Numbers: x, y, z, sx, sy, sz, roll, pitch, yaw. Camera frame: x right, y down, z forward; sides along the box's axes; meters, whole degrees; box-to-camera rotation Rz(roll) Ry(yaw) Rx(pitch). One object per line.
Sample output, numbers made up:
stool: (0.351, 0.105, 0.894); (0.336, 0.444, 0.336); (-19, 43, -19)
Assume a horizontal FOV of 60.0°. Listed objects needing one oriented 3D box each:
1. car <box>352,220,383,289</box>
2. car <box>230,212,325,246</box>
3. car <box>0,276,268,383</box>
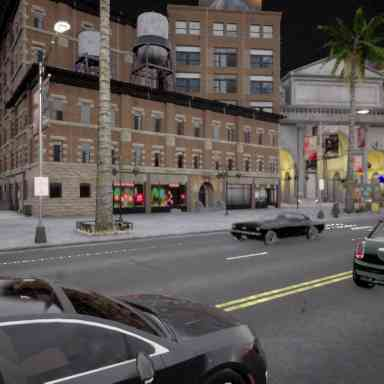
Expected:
car: (5.902, 1.352, 7.977); (4.553, 1.767, 2.097); (0, 0, -35)
car: (4.026, 1.601, 15.442); (4.718, 1.301, 1.895); (0, 0, -35)
car: (-1.477, 1.505, 2.685); (4.892, 1.490, 1.837); (0, 0, -36)
